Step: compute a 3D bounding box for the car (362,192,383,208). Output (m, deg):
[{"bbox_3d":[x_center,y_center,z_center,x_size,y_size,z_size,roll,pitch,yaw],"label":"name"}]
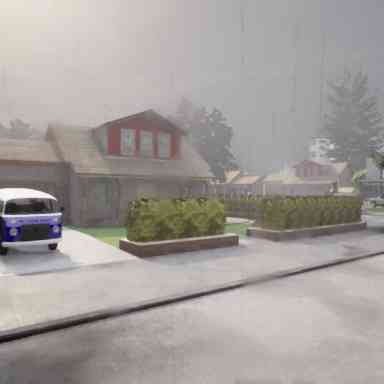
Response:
[{"bbox_3d":[22.993,0.981,40.726,3.866,1.878,1.905,0,0,-1],"label":"car"}]
